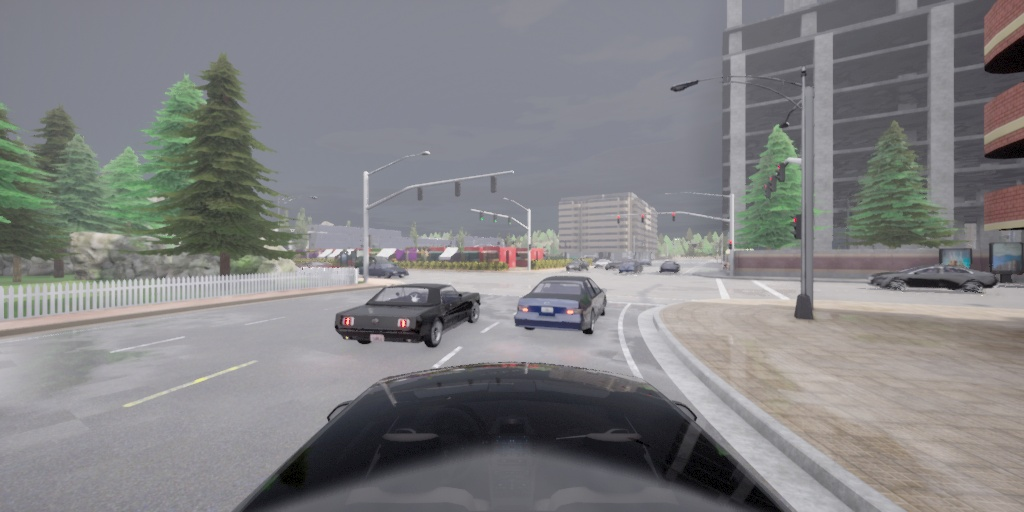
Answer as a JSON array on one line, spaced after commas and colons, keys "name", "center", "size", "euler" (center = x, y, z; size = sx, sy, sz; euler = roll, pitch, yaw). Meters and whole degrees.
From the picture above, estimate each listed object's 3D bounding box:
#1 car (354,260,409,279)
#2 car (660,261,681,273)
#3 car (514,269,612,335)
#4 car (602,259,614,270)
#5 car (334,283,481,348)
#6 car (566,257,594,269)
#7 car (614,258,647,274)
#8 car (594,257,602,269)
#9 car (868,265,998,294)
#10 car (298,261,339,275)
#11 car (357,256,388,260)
[{"name": "car", "center": [-12.023, 1.336, 33.242], "size": [5.357, 1.411, 2.033], "euler": [0, 0, 31]}, {"name": "car", "center": [19.280, 1.289, 43.622], "size": [1.994, 1.385, 4.181], "euler": [0, 0, 30]}, {"name": "car", "center": [1.679, 1.292, 10.673], "size": [2.033, 1.411, 5.357], "euler": [0, 0, 20]}, {"name": "car", "center": [14.274, 1.287, 49.342], "size": [1.994, 1.385, 4.181], "euler": [0, 0, 30]}, {"name": "car", "center": [-2.256, 1.347, 9.317], "size": [1.895, 1.301, 4.718], "euler": [0, 0, 11]}, {"name": "car", "center": [8.528, 1.216, 46.358], "size": [2.128, 1.511, 4.902], "euler": [0, 0, 30]}, {"name": "car", "center": [13.439, 1.275, 40.449], "size": [2.033, 1.411, 5.357], "euler": [0, 0, 30]}, {"name": "car", "center": [14.357, 1.244, 56.550], "size": [1.812, 1.442, 4.674], "euler": [0, 0, 30]}, {"name": "car", "center": [23.981, 1.285, 20.676], "size": [4.902, 1.511, 2.128], "euler": [0, 0, 30]}, {"name": "car", "center": [-21.128, 1.312, 38.545], "size": [4.674, 1.442, 1.812], "euler": [0, 0, 30]}, {"name": "car", "center": [-14.661, 1.007, 38.836], "size": [5.566, 2.045, 2.150], "euler": [0, 0, 30]}]
